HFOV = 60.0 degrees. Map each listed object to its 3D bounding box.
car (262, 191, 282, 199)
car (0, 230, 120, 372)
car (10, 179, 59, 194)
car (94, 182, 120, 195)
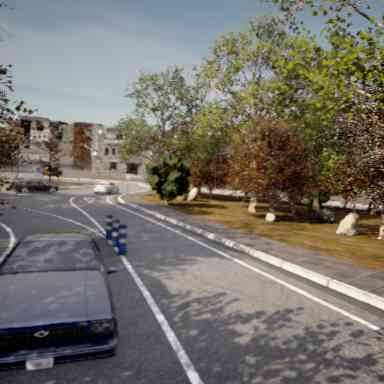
[{"bbox_3d":[13.174,0.490,57.483,4.892,1.490,1.837,6,3,-11],"label":"car"},{"bbox_3d":[-2.523,1.473,6.212,2.033,1.411,5.357,2,1,-19],"label":"car"},{"bbox_3d":[-16.877,-0.634,35.880,4.892,1.490,1.837,-1,7,-44],"label":"car"},{"bbox_3d":[-10.049,-0.514,39.386,1.812,1.442,4.674,3,4,5],"label":"car"}]
